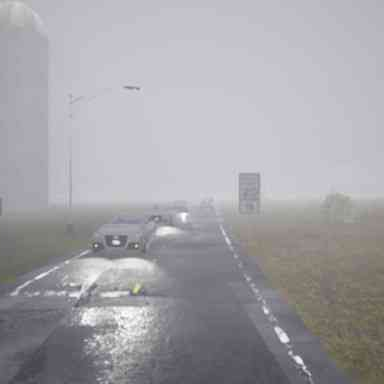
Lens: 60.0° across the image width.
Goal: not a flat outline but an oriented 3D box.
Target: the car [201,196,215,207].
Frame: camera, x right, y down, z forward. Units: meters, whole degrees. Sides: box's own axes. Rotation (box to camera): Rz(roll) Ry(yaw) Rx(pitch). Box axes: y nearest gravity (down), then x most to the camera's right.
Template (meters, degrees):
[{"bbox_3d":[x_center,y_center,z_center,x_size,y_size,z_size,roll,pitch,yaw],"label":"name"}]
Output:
[{"bbox_3d":[2.575,1.460,53.322,2.128,1.511,4.902,0,0,4],"label":"car"}]

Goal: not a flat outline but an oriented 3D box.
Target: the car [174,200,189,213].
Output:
[{"bbox_3d":[-1.399,1.545,36.959,1.994,1.385,4.181,0,0,4],"label":"car"}]

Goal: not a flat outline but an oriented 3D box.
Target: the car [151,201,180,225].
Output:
[{"bbox_3d":[-2.204,1.557,23.581,1.994,1.385,4.181,0,0,2],"label":"car"}]

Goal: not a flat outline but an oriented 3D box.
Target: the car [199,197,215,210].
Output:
[{"bbox_3d":[1.839,1.525,41.547,2.033,1.411,5.357,0,0,4],"label":"car"}]

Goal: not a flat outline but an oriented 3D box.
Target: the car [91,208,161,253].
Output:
[{"bbox_3d":[-2.602,1.561,13.584,1.994,1.385,4.181,0,0,1],"label":"car"}]
